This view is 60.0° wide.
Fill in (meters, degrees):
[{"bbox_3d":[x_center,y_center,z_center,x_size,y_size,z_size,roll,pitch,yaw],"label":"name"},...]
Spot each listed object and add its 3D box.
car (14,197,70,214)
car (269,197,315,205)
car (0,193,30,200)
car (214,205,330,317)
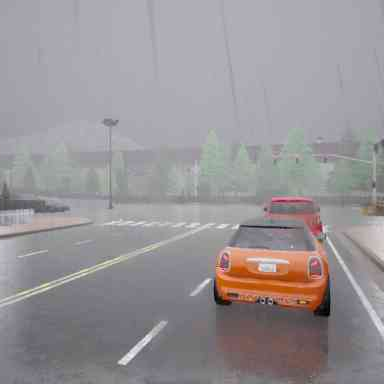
[{"bbox_3d":[-15.665,1.544,35.210,5.357,1.411,2.033,0,0,16],"label":"car"},{"bbox_3d":[4.220,1.221,14.123,2.150,2.045,5.566,0,0,16],"label":"car"},{"bbox_3d":[-20.903,1.198,40.376,5.566,2.045,2.150,1,0,16],"label":"car"},{"bbox_3d":[2.025,1.352,7.855,2.097,1.767,4.553,0,0,19],"label":"car"}]
